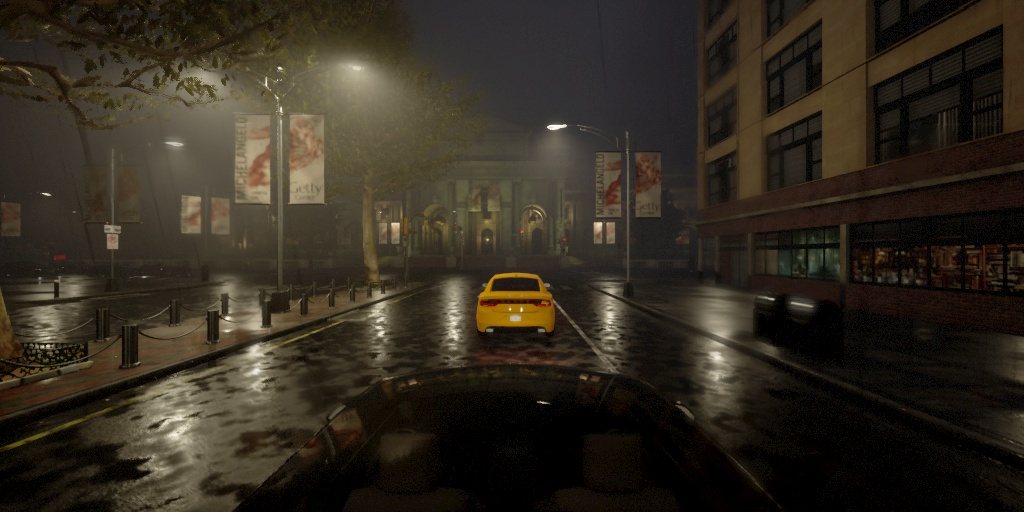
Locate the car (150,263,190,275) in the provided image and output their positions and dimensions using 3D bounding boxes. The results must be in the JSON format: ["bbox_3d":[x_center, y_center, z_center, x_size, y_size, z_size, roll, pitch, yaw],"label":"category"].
[{"bbox_3d":[-37.398,1.351,38.338,4.718,1.301,1.895,0,0,1],"label":"car"}]

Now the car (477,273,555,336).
[{"bbox_3d":[0.120,1.228,10.391,1.882,1.535,5.008,0,0,1],"label":"car"}]

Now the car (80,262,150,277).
[{"bbox_3d":[-38.507,1.314,34.841,4.181,1.385,1.994,0,0,0],"label":"car"}]

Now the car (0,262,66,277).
[{"bbox_3d":[-47.076,1.276,34.880,4.674,1.442,1.812,0,0,0],"label":"car"}]

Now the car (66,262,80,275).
[{"bbox_3d":[-47.003,1.297,38.394,5.357,1.411,2.033,0,0,0],"label":"car"}]
